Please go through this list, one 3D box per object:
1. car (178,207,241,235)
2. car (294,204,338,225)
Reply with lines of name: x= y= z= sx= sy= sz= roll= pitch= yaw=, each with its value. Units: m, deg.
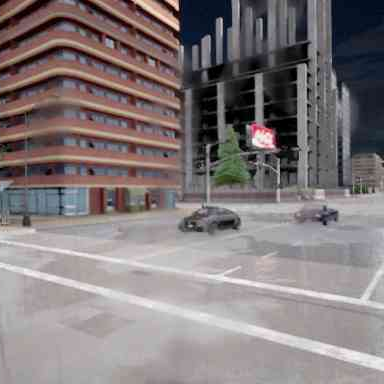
car: x=1.052 y=1.539 z=18.603 sx=1.994 sy=1.385 sz=4.181 roll=0 pitch=0 yaw=36
car: x=8.687 y=1.503 z=22.945 sx=1.895 sy=1.301 sz=4.718 roll=0 pitch=0 yaw=35
